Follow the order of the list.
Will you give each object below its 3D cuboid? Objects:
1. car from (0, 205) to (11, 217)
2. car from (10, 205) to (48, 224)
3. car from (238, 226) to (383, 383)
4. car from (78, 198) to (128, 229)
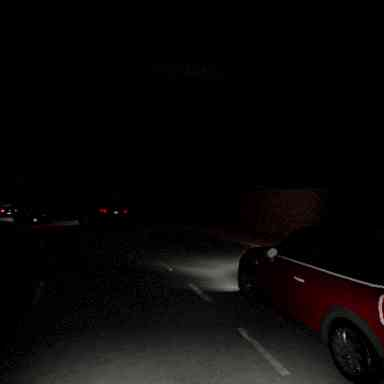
[{"bbox_3d":[-21.135,2.095,37.970,1.895,1.301,4.718,0,-1,-37],"label":"car"},{"bbox_3d":[-13.700,1.947,28.090,1.895,1.301,4.718,0,-1,-37],"label":"car"},{"bbox_3d":[2.452,1.370,5.755,2.097,1.767,4.553,-1,0,-14],"label":"car"},{"bbox_3d":[-6.572,1.468,24.231,2.150,2.045,5.566,0,0,-35],"label":"car"}]
